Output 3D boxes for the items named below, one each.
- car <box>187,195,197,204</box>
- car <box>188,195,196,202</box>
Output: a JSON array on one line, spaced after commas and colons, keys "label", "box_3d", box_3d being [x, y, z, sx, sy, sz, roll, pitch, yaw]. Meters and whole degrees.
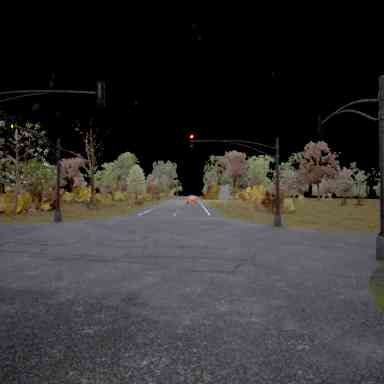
[{"label": "car", "box_3d": [0.018, 1.424, 68.007, 2.097, 1.767, 4.553, 0, 0, 0]}, {"label": "car", "box_3d": [0.020, 1.450, 78.042, 1.812, 1.442, 4.674, 0, 0, 0]}]
